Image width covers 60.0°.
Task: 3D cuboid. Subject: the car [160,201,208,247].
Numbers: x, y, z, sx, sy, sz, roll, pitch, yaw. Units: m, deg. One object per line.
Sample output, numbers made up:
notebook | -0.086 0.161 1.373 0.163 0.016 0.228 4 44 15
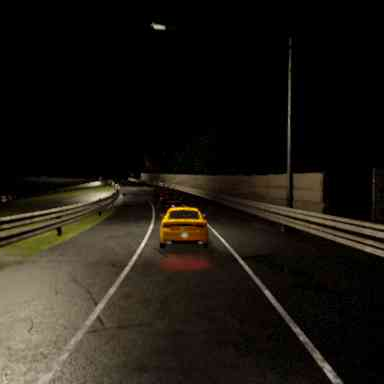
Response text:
car | -0.389 1.415 14.785 1.882 1.535 5.008 0 1 -3

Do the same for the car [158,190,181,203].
car | -2.084 0.949 32.933 1.837 1.490 4.892 1 2 -8

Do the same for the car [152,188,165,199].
car | -4.780 0.112 48.749 1.882 1.535 5.008 0 3 -12
